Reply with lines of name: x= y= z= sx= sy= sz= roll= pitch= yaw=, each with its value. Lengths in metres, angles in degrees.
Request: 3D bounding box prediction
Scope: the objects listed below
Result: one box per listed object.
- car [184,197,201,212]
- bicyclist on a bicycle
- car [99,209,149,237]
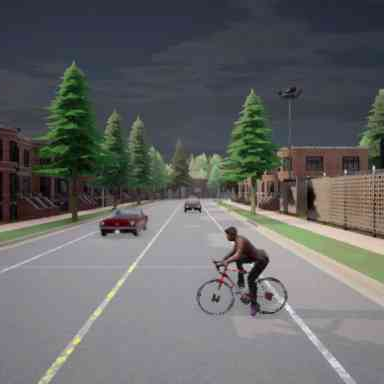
car: x=0.097 y=1.598 z=37.998 sx=1.895 sy=1.301 sz=4.718 roll=0 pitch=0 yaw=0
bicyclist on a bicycle: x=0.898 y=1.450 z=6.051 sx=1.656 sy=1.620 sz=0.582 roll=-2 pitch=0 yaw=0
car: x=-3.561 y=1.599 z=18.114 sx=1.895 sy=1.301 sz=4.718 roll=0 pitch=0 yaw=0
